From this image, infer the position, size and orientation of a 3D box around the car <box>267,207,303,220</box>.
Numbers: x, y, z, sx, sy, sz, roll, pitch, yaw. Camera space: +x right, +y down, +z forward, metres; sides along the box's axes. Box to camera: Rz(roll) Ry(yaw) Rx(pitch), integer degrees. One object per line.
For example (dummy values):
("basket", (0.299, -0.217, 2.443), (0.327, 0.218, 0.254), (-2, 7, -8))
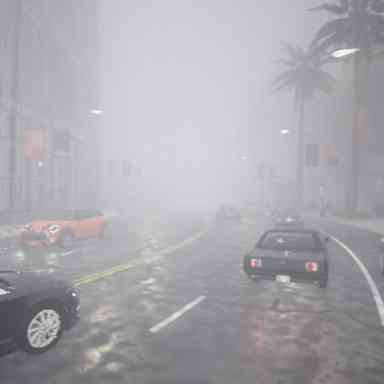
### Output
("car", (6.123, 1.701, 22.176), (2.033, 1.411, 5.357), (-1, -1, 8))

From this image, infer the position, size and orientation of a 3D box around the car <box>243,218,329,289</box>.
("car", (2.896, 1.664, 9.491), (1.895, 1.301, 4.718), (-1, -1, 23))

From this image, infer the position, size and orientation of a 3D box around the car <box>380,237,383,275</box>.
("car", (5.423, 1.495, 7.311), (1.882, 1.535, 5.008), (-1, -1, 23))

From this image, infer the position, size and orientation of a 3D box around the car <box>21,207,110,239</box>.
("car", (-5.920, 1.562, 15.992), (2.097, 1.767, 4.553), (-1, 0, 19))

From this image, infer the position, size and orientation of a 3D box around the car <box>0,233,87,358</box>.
("car", (-3.651, 1.578, 3.977), (1.837, 1.490, 4.892), (0, -1, 31))

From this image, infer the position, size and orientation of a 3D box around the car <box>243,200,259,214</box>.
("car", (6.554, 1.765, 38.873), (1.801, 1.575, 5.366), (-1, -1, 0))

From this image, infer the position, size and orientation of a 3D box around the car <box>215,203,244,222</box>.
("car", (3.029, 1.810, 28.778), (1.994, 1.385, 4.181), (-1, -1, 1))
